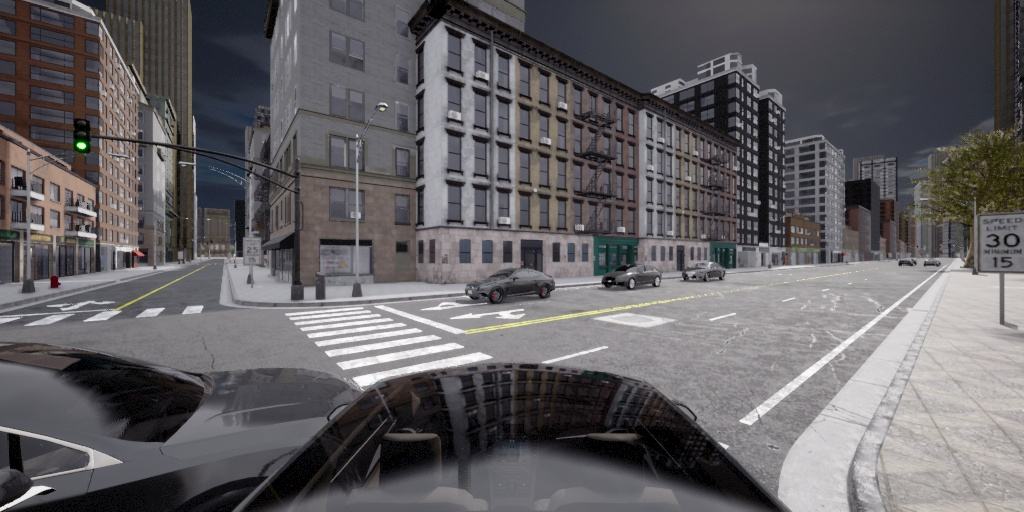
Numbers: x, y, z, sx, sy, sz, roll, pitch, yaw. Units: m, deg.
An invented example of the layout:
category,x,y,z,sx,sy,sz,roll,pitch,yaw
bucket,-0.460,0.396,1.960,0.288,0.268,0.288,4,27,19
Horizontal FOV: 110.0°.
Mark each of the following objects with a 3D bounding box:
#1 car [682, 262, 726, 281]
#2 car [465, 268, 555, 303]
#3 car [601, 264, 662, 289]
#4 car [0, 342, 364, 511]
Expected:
category,x,y,z,sx,sy,sz,roll,pitch,yaw
car,15.773,1.237,29.423,4.902,1.511,2.128,0,0,-39
car,0.024,1.287,16.787,4.674,1.442,1.812,0,0,-39
car,7.739,1.259,22.983,4.892,1.490,1.837,0,0,-39
car,-3.216,1.257,1.828,4.892,1.490,1.837,0,0,-34
